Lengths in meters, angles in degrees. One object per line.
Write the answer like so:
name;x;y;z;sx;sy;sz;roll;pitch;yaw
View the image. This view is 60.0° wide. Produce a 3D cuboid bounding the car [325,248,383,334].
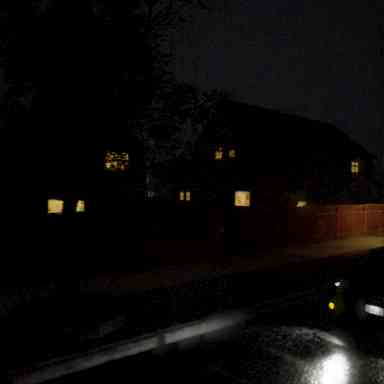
car;4.376;1.603;6.135;4.181;1.385;1.994;0;0;-35
